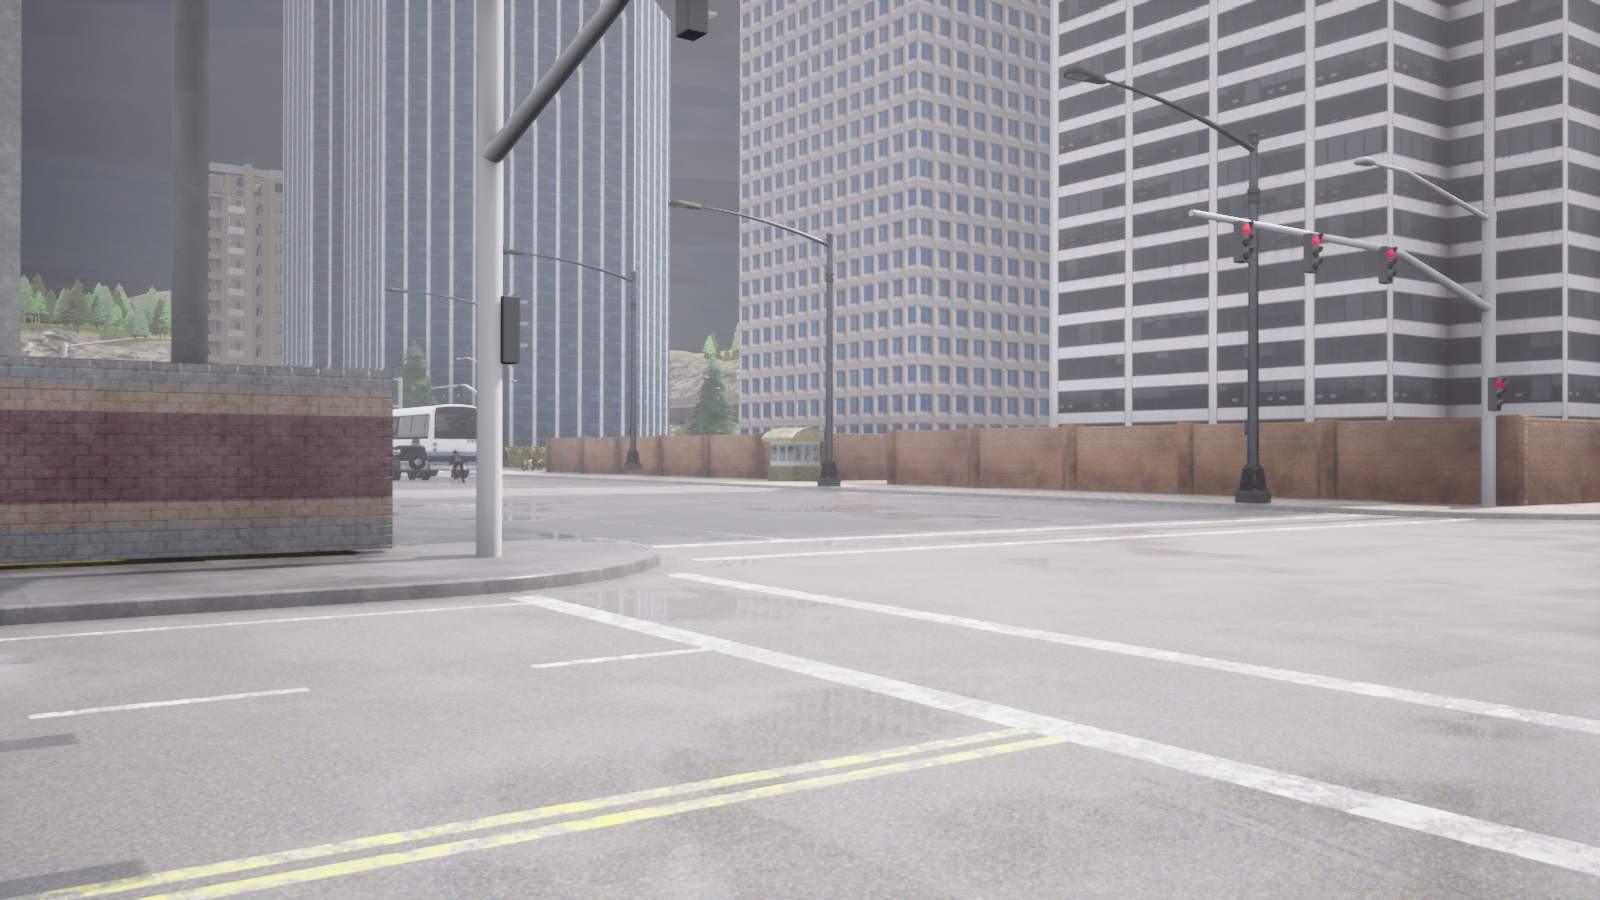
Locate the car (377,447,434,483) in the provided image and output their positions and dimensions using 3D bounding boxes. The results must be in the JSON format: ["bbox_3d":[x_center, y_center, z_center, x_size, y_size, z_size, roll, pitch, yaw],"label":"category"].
[{"bbox_3d":[-21.339,0.782,67.826,1.905,1.878,3.866,0,0,-35],"label":"car"}]

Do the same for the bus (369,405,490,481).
[{"bbox_3d":[-22.454,-0.364,75.616,3.944,4.253,10.273,0,0,-35],"label":"bus"}]
